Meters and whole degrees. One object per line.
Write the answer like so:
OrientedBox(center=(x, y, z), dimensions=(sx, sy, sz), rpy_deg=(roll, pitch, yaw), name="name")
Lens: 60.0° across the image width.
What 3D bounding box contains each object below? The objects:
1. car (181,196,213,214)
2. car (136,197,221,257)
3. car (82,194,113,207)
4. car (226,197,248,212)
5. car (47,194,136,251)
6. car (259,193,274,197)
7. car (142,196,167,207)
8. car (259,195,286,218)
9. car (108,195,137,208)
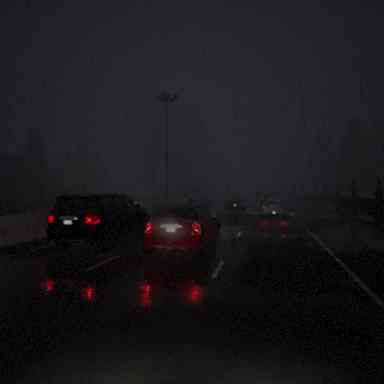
OrientedBox(center=(0.598, 1.207, 32.188), dimensions=(2.033, 1.411, 5.357), rpy_deg=(0, 1, 13), name="car")
OrientedBox(center=(-0.192, 1.217, 12.689), dimensions=(2.097, 1.767, 4.553), rpy_deg=(0, 1, 13), name="car")
OrientedBox(center=(-11.850, 1.080, 41.880), dimensions=(1.812, 1.442, 4.674), rpy_deg=(0, 1, 12), name="car")
OrientedBox(center=(4.598, 1.205, 34.048), dimensions=(1.994, 1.385, 4.181), rpy_deg=(0, 1, 13), name="car")
OrientedBox(center=(-3.548, 1.074, 13.715), dimensions=(2.150, 2.045, 5.566), rpy_deg=(0, 1, 13), name="car")
OrientedBox(center=(9.896, 0.899, 43.263), dimensions=(2.097, 1.767, 4.553), rpy_deg=(0, 1, 9), name="car")
OrientedBox(center=(-4.658, 1.155, 42.132), dimensions=(1.895, 1.301, 4.718), rpy_deg=(0, 1, 11), name="car")
OrientedBox(center=(6.487, 1.247, 26.503), dimensions=(1.812, 1.442, 4.674), rpy_deg=(0, 1, 13), name="car")
OrientedBox(center=(-8.477, 1.129, 40.966), dimensions=(1.994, 1.385, 4.181), rpy_deg=(0, 1, 12), name="car")
